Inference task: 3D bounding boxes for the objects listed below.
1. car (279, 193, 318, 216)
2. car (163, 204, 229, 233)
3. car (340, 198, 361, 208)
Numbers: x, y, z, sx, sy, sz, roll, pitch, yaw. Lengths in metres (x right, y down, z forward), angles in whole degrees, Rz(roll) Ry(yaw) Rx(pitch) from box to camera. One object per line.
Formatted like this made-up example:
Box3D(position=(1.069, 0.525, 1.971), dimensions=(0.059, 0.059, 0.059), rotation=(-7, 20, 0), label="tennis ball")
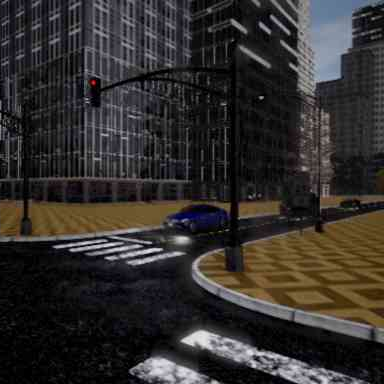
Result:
Box3D(position=(10.361, 1.128, 31.942), dimensions=(2.150, 2.045, 5.566), rotation=(1, 1, 39), label="car")
Box3D(position=(0.352, 1.454, 19.398), dimensions=(1.812, 1.442, 4.674), rotation=(1, 1, 40), label="car")
Box3D(position=(22.190, 1.482, 46.584), dimensions=(1.994, 1.385, 4.181), rotation=(1, 1, 39), label="car")
